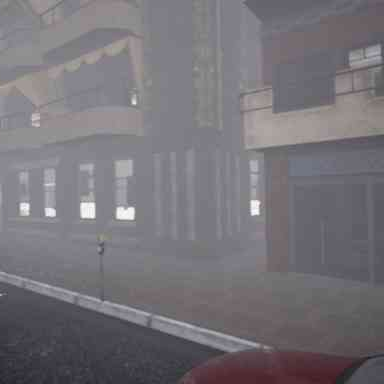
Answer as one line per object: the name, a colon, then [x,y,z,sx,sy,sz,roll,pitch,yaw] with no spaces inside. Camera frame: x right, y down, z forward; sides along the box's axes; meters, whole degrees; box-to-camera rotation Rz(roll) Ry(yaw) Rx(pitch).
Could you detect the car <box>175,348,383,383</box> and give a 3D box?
car: [1.668,1.580,1.702,4.206,1.307,1.802,0,-1,36]
